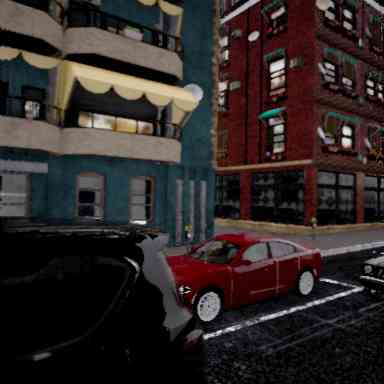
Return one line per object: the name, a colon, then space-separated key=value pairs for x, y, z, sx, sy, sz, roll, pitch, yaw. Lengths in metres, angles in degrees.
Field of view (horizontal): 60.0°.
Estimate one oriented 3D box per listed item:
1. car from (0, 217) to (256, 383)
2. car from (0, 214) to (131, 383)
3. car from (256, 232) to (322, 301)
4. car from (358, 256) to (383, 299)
car: x=-2.462 y=1.218 z=1.604 sx=5.566 sy=2.045 sz=2.150 roll=1 pitch=-1 yaw=-36
car: x=-3.522 y=1.322 z=4.012 sx=5.009 sy=1.841 sz=2.192 roll=1 pitch=0 yaw=-36
car: x=0.998 y=1.607 z=7.265 sx=4.507 sy=1.381 sz=1.887 roll=1 pitch=0 yaw=-36
car: x=5.795 y=1.698 z=7.536 sx=4.718 sy=1.301 sz=1.895 roll=1 pitch=-1 yaw=-36
